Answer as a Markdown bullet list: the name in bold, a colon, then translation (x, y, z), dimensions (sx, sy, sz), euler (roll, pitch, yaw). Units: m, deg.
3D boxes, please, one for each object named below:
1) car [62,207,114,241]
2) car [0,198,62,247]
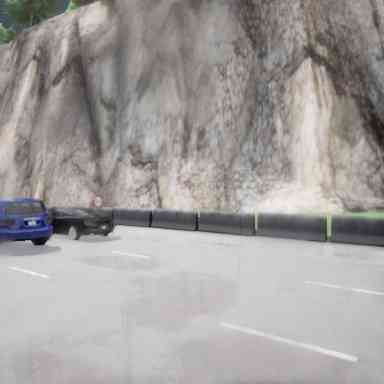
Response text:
- **car**: translation (-6.098, 1.483, 16.894), dimensions (5.008, 1.535, 1.882), euler (0, 0, 36)
- **car**: translation (-8.177, 1.255, 14.079), dimensions (5.566, 2.045, 2.150), euler (0, 0, 36)
